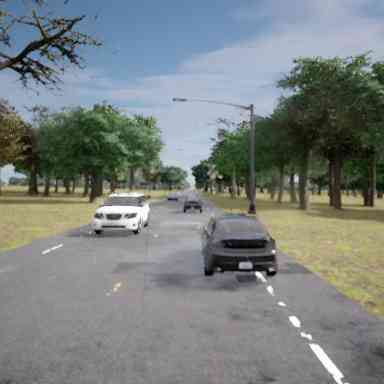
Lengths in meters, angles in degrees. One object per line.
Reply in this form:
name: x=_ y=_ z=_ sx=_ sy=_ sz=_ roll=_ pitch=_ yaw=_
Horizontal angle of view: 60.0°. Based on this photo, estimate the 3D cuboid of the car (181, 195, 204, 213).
car: x=0.083 y=1.235 z=33.558 sx=1.837 sy=1.490 sz=4.892 roll=0 pitch=0 yaw=1

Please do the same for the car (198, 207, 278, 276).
car: x=1.231 y=1.421 z=10.033 sx=1.837 sy=1.490 sz=4.892 roll=0 pitch=0 yaw=0

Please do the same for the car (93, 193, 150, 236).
car: x=-3.586 y=1.074 z=17.901 sx=2.150 sy=2.045 sz=5.566 roll=0 pitch=0 yaw=0

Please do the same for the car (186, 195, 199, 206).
car: x=0.075 y=1.142 z=47.806 sx=1.812 sy=1.442 sz=4.674 roll=0 pitch=0 yaw=1

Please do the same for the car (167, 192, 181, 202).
car: x=-3.496 y=0.979 z=61.168 sx=1.882 sy=1.535 sz=5.008 roll=0 pitch=1 yaw=1
